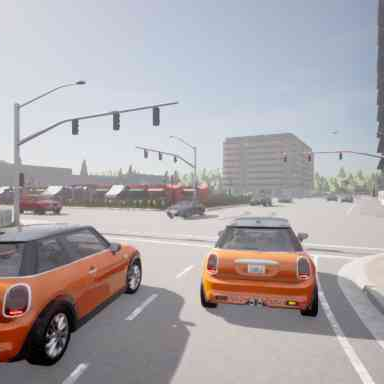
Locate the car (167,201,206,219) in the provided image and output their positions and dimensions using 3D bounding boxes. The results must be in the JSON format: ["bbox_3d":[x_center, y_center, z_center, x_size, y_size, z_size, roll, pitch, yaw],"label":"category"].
[{"bbox_3d":[-0.423,1.530,29.453,2.128,1.511,4.902,0,0,27],"label":"car"}]

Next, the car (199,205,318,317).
[{"bbox_3d":[1.618,1.352,7.816,2.097,1.767,4.553,0,0,14],"label":"car"}]

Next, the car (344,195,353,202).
[{"bbox_3d":[36.651,1.499,77.813,1.837,1.490,4.892,0,0,27],"label":"car"}]

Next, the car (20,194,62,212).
[{"bbox_3d":[-16.148,1.276,34.772,5.566,2.045,2.150,0,0,28],"label":"car"}]

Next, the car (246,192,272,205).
[{"bbox_3d":[10.573,1.222,50.604,2.150,2.045,5.566,0,0,28],"label":"car"}]

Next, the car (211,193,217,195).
[{"bbox_3d":[5.019,1.208,86.950,4.605,1.855,1.932,0,0,28],"label":"car"}]

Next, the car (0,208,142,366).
[{"bbox_3d":[-2.497,1.352,6.104,2.097,1.767,4.553,0,0,10],"label":"car"}]

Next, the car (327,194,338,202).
[{"bbox_3d":[33.514,1.354,79.366,2.097,1.767,4.553,0,0,27],"label":"car"}]

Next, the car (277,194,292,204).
[{"bbox_3d":[18.196,1.350,65.117,2.097,1.767,4.553,0,0,28],"label":"car"}]

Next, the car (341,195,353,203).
[{"bbox_3d":[32.066,1.594,68.988,1.895,1.301,4.718,0,0,27],"label":"car"}]
